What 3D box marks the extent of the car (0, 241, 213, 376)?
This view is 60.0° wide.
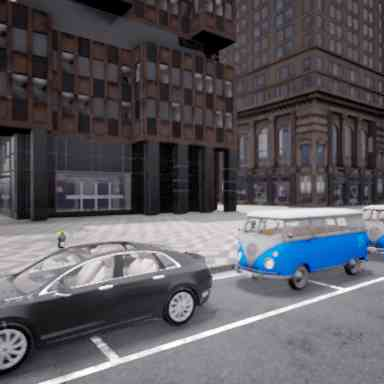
[{"bbox_3d":[-1.658,1.550,5.467,4.403,1.369,2.008,0,0,-35],"label":"car"}]

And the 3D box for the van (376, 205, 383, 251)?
[{"bbox_3d":[7.588,1.334,12.058,3.998,1.788,1.690,0,0,-35],"label":"van"}]

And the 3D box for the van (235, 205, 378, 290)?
[{"bbox_3d":[2.965,1.337,8.763,3.998,1.788,1.690,0,0,-35],"label":"van"}]
